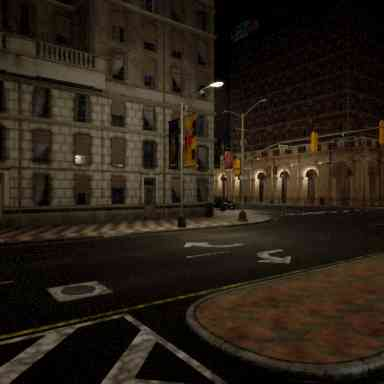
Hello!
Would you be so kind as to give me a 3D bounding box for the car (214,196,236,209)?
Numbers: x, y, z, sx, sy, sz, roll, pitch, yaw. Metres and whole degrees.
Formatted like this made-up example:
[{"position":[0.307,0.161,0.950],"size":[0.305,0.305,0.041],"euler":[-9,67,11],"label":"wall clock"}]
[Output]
[{"position":[3.735,1.352,43.649],"size":[2.097,1.767,4.553],"euler":[0,0,-36],"label":"car"}]
